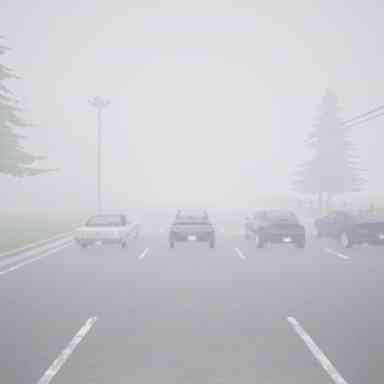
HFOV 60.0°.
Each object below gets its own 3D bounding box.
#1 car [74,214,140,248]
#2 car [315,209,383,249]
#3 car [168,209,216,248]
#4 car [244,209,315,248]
[{"bbox_3d":[-3.500,1.613,14.680,1.895,1.301,4.718,0,0,0],"label":"car"},{"bbox_3d":[7.000,1.482,14.650,1.882,1.535,5.008,0,0,0],"label":"car"},{"bbox_3d":[0.000,1.492,14.650,2.128,1.511,4.902,0,0,0],"label":"car"},{"bbox_3d":[3.500,1.514,14.650,1.837,1.490,4.892,0,0,0],"label":"car"}]
